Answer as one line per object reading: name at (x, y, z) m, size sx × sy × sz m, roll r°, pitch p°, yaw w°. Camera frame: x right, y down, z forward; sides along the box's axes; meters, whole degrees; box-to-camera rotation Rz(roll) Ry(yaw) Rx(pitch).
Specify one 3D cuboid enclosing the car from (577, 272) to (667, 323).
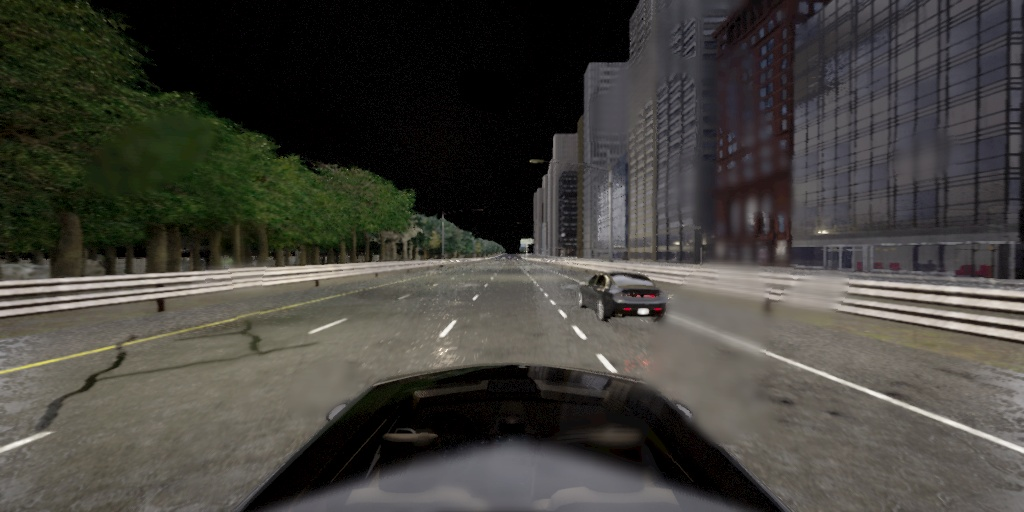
car at (3.516, 1.277, 12.180) m, size 1.837 × 1.490 × 4.892 m, roll 1°, pitch 0°, yaw -1°
